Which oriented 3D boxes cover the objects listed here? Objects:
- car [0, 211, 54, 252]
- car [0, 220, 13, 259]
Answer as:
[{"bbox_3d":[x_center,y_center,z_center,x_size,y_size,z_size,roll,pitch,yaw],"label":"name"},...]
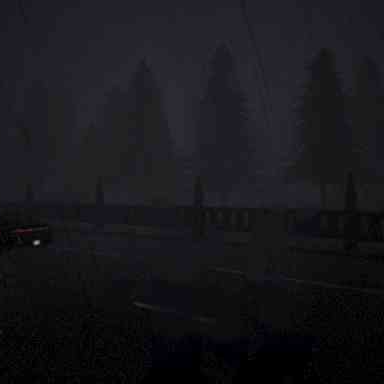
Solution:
[{"bbox_3d":[-7.281,1.472,12.372,4.902,1.511,2.128,0,0,31],"label":"car"},{"bbox_3d":[-6.843,1.479,8.045,4.902,1.511,2.128,0,0,31],"label":"car"}]
